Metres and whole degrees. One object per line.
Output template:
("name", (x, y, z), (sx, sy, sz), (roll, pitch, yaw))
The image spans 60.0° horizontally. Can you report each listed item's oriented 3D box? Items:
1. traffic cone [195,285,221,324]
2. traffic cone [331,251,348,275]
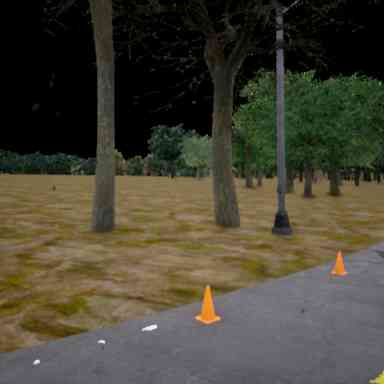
("traffic cone", (0.282, 1.937, 5.837), (0.340, 0.580, 0.340), (0, 0, -39))
("traffic cone", (3.979, 1.896, 8.970), (0.340, 0.580, 0.340), (-1, 0, -42))
